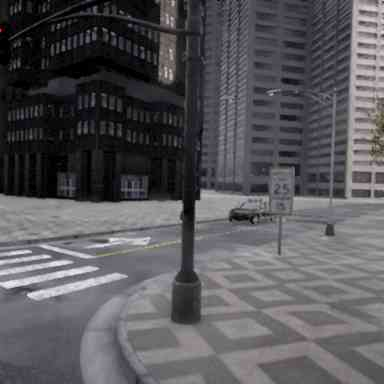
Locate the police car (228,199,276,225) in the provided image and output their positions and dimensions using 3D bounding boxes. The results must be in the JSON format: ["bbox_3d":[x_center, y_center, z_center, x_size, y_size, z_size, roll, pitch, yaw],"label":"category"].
[{"bbox_3d":[4.367,1.359,23.809,1.930,1.638,5.238,3,1,36],"label":"police car"}]
